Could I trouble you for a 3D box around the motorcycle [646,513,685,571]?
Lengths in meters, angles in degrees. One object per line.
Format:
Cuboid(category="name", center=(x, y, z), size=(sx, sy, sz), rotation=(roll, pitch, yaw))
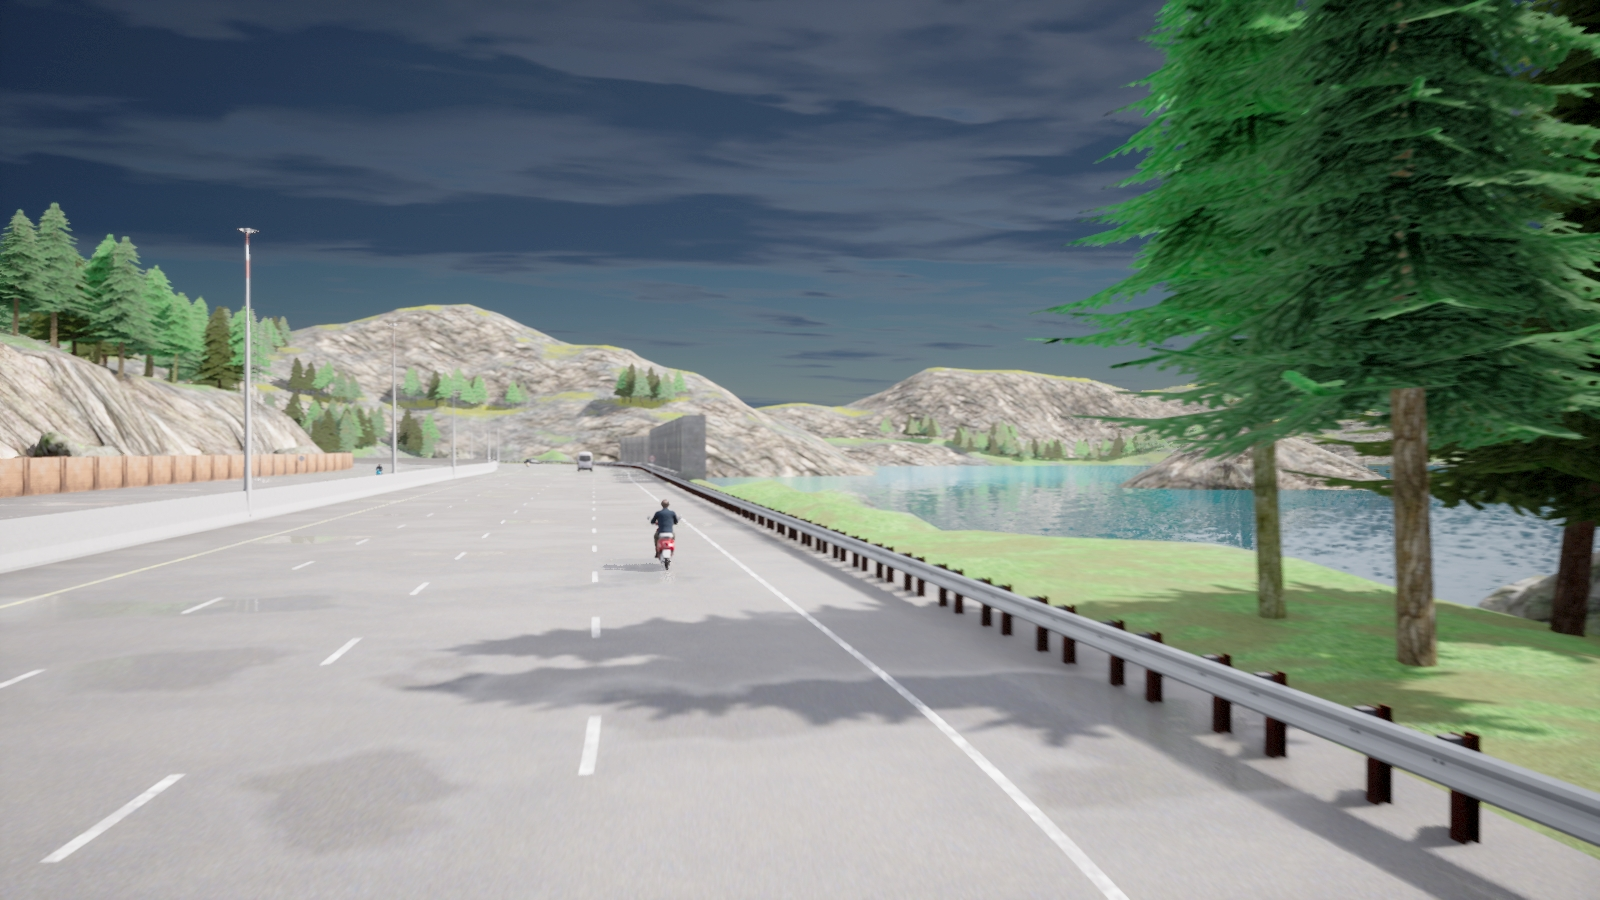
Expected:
Cuboid(category="motorcycle", center=(-3.237, 2.179, 27.387), size=(0.856, 1.236, 1.805), rotation=(0, 0, -9))
